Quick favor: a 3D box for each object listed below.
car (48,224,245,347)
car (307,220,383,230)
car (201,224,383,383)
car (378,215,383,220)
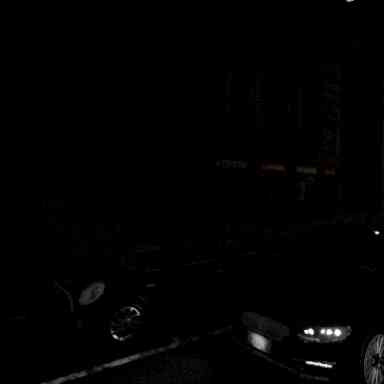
[{"bbox_3d":[-0.488,1.462,6.298,4.097,1.590,1.967,0,0,-36],"label":"car"},{"bbox_3d":[4.071,1.626,9.551,4.313,1.339,1.947,0,0,-36],"label":"car"},{"bbox_3d":[2.790,1.528,5.369,4.902,1.511,2.128,0,0,-36],"label":"car"},{"bbox_3d":[8.634,1.414,12.804,5.009,1.841,2.192,0,0,-36],"label":"car"}]
